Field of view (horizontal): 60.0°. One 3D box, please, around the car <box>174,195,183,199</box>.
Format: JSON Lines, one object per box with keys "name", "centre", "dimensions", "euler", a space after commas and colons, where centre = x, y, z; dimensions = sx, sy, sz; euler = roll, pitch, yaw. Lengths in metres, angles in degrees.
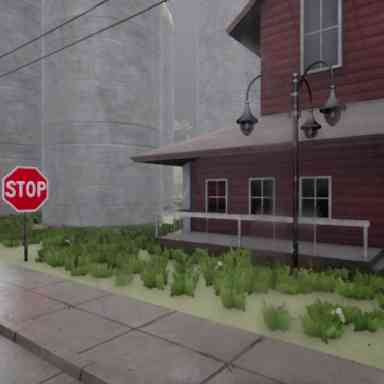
{"name": "car", "centre": [-3.396, 1.501, 86.131], "dimensions": [4.193, 1.474, 1.816], "euler": [0, 0, 37]}
